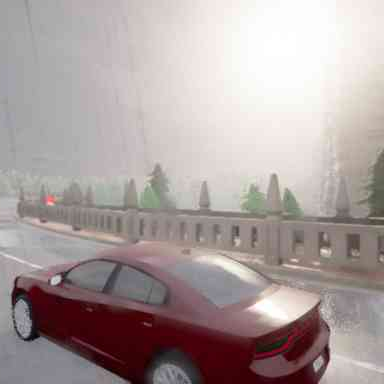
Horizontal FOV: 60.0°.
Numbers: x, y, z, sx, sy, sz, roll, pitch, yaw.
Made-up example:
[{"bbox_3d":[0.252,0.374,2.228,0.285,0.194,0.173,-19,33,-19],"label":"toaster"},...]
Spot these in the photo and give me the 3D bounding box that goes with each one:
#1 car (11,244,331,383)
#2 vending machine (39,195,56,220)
[{"bbox_3d":[-0.724,1.498,4.759,5.008,1.535,1.882,0,0,38],"label":"car"},{"bbox_3d":[-12.243,1.288,28.162,1.100,2.100,0.880,0,0,-34],"label":"vending machine"}]
